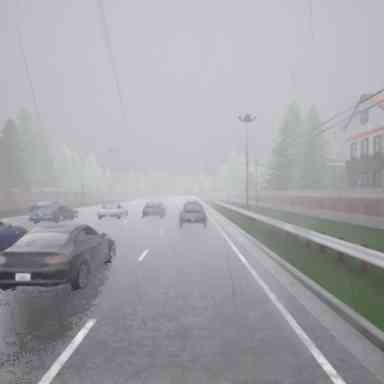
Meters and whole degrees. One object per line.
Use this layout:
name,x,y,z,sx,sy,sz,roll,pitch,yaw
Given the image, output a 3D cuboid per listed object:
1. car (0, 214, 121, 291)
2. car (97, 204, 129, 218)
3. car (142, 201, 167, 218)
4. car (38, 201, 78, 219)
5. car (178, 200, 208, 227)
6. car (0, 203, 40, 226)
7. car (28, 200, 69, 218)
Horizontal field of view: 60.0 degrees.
car,-3.422,1.559,9.022,1.812,1.442,4.674,0,0,0
car,-6.933,1.706,29.606,1.895,1.301,4.718,0,0,0
car,-3.435,1.599,30.908,2.128,1.511,4.902,0,0,0
car,-10.428,1.640,25.416,2.033,1.411,5.357,0,0,0
car,0.074,1.572,23.415,2.128,1.511,4.902,0,0,0
car,-6.912,1.392,10.316,2.097,1.767,4.553,0,0,0
car,-13.937,1.597,32.586,1.882,1.535,5.008,0,0,0
